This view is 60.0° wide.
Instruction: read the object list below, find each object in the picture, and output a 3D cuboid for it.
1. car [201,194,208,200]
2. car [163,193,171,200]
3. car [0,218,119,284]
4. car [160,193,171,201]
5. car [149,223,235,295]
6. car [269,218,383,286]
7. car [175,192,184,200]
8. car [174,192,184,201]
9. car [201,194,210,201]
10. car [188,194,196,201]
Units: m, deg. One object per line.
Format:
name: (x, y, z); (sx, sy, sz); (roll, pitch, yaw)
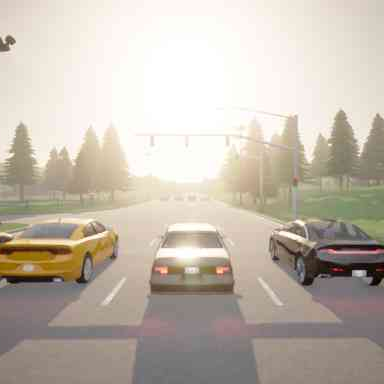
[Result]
car: (3.504, 1.356, 93.978); (1.812, 1.442, 4.674); (0, 0, 0)
car: (-6.996, 1.187, 93.949); (2.097, 1.767, 4.553); (0, 0, 0)
car: (-3.487, 1.478, 9.627); (1.882, 1.535, 5.008); (0, 0, 1)
car: (-6.997, 1.491, 83.559); (1.837, 1.490, 4.892); (0, 0, 0)
car: (0.005, 1.547, 8.873); (2.033, 1.411, 5.357); (0, 0, 0)
car: (3.512, 1.491, 9.393); (2.128, 1.511, 4.902); (0, 0, 0)
car: (-3.496, 1.057, 94.009); (2.150, 2.045, 5.566); (0, 0, 0)
car: (-3.497, 1.469, 83.559); (1.882, 1.535, 5.008); (0, 0, 0)
car: (3.503, 1.516, 83.975); (1.812, 1.442, 4.674); (0, 0, 0)
car: (0.003, 1.346, 83.912); (2.097, 1.767, 4.553); (0, 0, 0)
